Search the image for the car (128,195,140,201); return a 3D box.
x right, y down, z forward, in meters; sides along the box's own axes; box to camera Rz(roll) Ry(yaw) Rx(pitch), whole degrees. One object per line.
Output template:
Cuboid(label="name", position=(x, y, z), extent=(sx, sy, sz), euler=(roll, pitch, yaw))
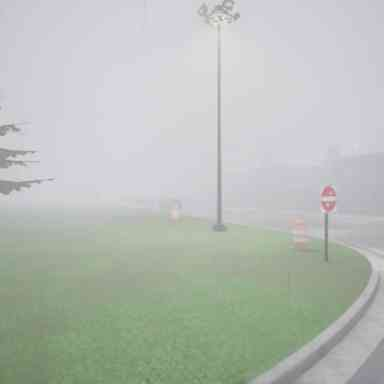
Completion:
Cuboid(label="car", position=(-15.343, 1.526, 87.640), extent=(1.895, 1.301, 4.718), euler=(0, 0, -24))

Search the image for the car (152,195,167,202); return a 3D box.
Cuboid(label="car", position=(-7.650, 1.456, 78.852), extent=(2.128, 1.511, 4.902), euler=(0, 0, -24))

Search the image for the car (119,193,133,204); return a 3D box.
Cuboid(label="car", position=(-11.515, 1.444, 61.776), extent=(2.128, 1.511, 4.902), euler=(0, 0, -24))

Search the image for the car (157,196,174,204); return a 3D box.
Cuboid(label="car", position=(-5.207, 1.468, 64.617), extent=(1.812, 1.442, 4.674), euler=(0, 0, -24))

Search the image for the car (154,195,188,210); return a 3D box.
Cuboid(label="car", position=(-2.765, 1.454, 41.942), extent=(2.128, 1.511, 4.902), euler=(0, 0, -24))

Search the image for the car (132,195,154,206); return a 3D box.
Cuboid(label="car", position=(-7.393, 1.448, 52.461), extent=(2.128, 1.511, 4.902), euler=(0, 0, -24))

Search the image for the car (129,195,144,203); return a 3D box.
Cuboid(label="car", position=(-11.880, 1.421, 71.086), extent=(1.882, 1.535, 5.008), euler=(0, 0, -24))

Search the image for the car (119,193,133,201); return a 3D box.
Cuboid(label="car", position=(-16.060, 1.164, 80.580), extent=(2.150, 2.045, 5.566), euler=(0, 0, -24))

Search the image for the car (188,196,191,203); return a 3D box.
Cuboid(label="car", position=(-1.777, 1.442, 65.511), extent=(1.837, 1.490, 4.892), euler=(0, 0, -24))
